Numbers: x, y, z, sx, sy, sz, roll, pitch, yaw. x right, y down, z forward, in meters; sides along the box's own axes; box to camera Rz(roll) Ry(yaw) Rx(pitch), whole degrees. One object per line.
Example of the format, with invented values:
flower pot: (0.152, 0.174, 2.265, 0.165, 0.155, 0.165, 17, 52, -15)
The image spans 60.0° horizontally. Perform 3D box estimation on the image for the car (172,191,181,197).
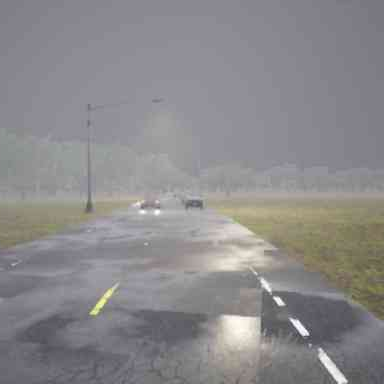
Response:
car: (-4.168, 0.541, 87.668, 2.128, 1.511, 4.902, 0, 1, -4)

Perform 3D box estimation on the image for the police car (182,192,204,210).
police car: (0.177, 1.027, 36.532, 1.930, 1.638, 5.238, 0, 1, -3)

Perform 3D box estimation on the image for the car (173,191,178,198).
car: (-3.047, 0.595, 71.701, 2.128, 1.511, 4.902, 0, 1, -4)

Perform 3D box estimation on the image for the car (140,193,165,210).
car: (-4.479, 0.964, 36.783, 2.097, 1.767, 4.553, 0, 1, -2)

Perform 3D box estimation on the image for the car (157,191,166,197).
car: (-6.982, 0.521, 76.952, 1.994, 1.385, 4.181, 0, 1, -4)

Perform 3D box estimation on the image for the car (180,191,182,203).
car: (-0.365, 0.978, 46.445, 1.882, 1.535, 5.008, 0, 1, -4)

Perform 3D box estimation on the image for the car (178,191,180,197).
car: (-0.757, 0.791, 52.420, 2.097, 1.767, 4.553, 0, 1, -4)
